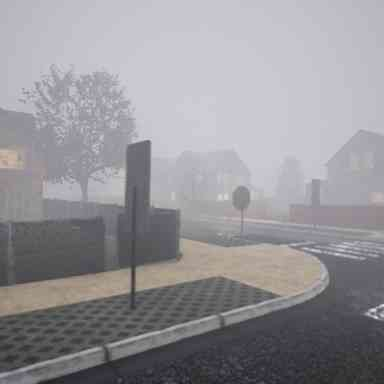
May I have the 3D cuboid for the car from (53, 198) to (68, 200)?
[{"bbox_3d":[-16.693,1.442,42.484,1.895,1.301,4.718,2,-1,-36],"label":"car"}]

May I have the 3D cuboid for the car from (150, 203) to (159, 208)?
[{"bbox_3d":[-3.636,1.451,24.830,1.812,1.442,4.674,2,-1,-37],"label":"car"}]
